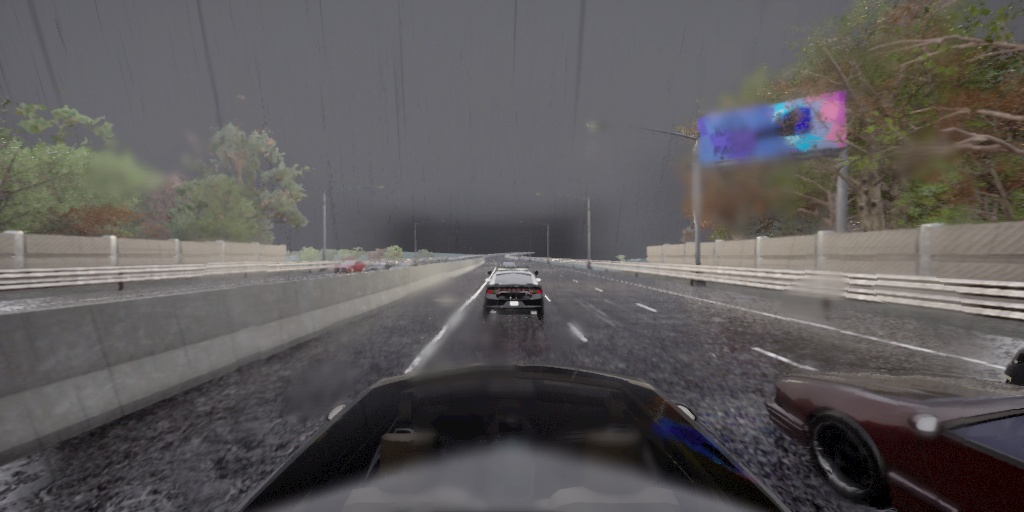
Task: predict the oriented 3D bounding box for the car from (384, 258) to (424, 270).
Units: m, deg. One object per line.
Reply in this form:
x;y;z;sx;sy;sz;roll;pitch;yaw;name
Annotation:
-10.969;1.230;36.754;2.128;1.511;4.902;0;0;-1;car

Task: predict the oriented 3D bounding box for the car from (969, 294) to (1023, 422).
7.092;1.253;2.390;1.837;1.490;4.892;0;0;0;car

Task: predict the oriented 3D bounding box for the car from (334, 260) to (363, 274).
-18.040;1.214;40.131;1.882;1.535;5.008;0;0;-1;car

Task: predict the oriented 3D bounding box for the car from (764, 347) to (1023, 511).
3.599;1.296;1.300;2.033;1.411;5.357;0;0;0;car

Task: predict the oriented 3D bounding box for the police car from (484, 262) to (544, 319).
0.048;1.174;13.014;1.930;1.638;5.238;0;0;0;police car

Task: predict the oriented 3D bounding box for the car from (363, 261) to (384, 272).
-14.534;1.300;39.932;1.994;1.385;4.181;0;0;-1;car
